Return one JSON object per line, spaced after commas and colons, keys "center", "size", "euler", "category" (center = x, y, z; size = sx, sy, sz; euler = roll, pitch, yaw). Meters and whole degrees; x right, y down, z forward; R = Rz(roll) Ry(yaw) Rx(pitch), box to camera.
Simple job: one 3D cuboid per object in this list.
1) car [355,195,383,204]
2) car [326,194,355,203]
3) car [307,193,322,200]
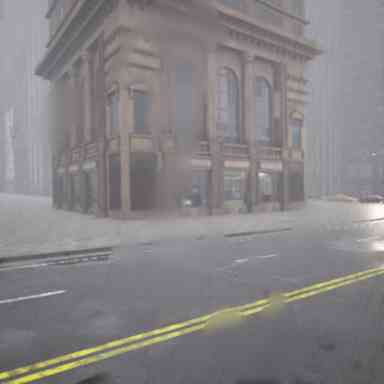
{"center": [28.475, 1.137, 51.875], "size": [1.887, 1.381, 4.507], "euler": [-1, 1, -36], "category": "car"}
{"center": [25.279, 1.074, 56.296], "size": [1.752, 1.417, 4.829], "euler": [-1, 1, -36], "category": "car"}
{"center": [25.501, 0.875, 70.543], "size": [1.947, 1.339, 4.313], "euler": [-1, 1, -36], "category": "car"}
